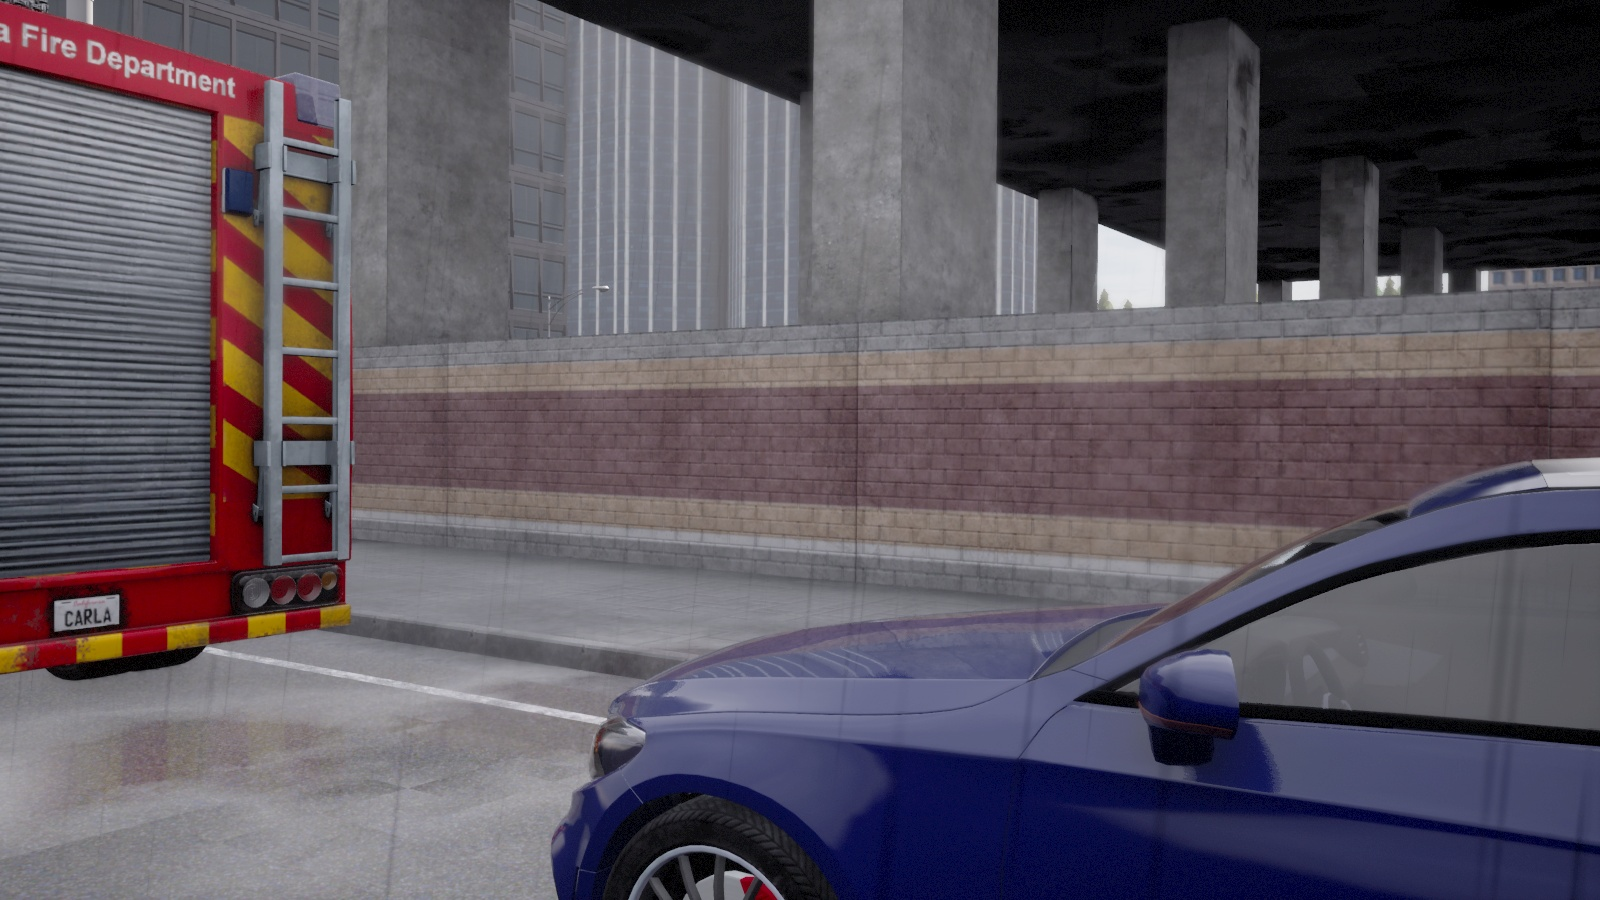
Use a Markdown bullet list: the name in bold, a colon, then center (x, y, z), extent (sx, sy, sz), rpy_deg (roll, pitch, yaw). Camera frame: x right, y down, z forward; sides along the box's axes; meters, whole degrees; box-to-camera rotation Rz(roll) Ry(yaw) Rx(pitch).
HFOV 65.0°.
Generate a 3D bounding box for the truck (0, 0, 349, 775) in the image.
- **truck**: center (-6.880, -0.483, 8.172), extent (8.468, 3.827, 2.891), rpy_deg (0, 1, 34)

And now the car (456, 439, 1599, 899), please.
- **car**: center (1.618, 0.708, 2.546), extent (4.674, 1.442, 1.812), rpy_deg (0, 1, 33)
